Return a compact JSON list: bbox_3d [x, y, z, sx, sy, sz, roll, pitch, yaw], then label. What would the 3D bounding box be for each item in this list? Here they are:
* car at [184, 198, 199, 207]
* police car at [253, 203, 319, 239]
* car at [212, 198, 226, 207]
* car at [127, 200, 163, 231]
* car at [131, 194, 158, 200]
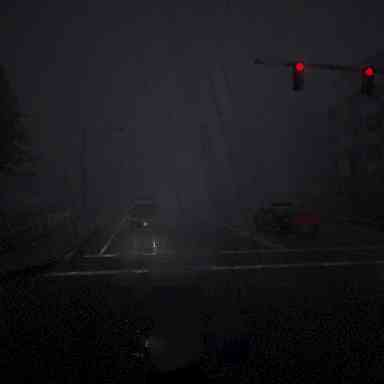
[{"bbox_3d":[-0.112,1.547,50.752,2.033,1.411,5.357,0,0,-8],"label":"car"},{"bbox_3d":[4.720,1.425,17.593,1.930,1.638,5.238,0,0,-8],"label":"police car"},{"bbox_3d":[4.037,1.547,50.358,2.033,1.411,5.357,0,0,-1],"label":"car"},{"bbox_3d":[-2.899,1.491,20.594,2.128,1.511,4.902,0,0,-8],"label":"car"},{"bbox_3d":[-4.511,1.220,31.620,2.150,2.045,5.566,0,0,-8],"label":"car"}]
